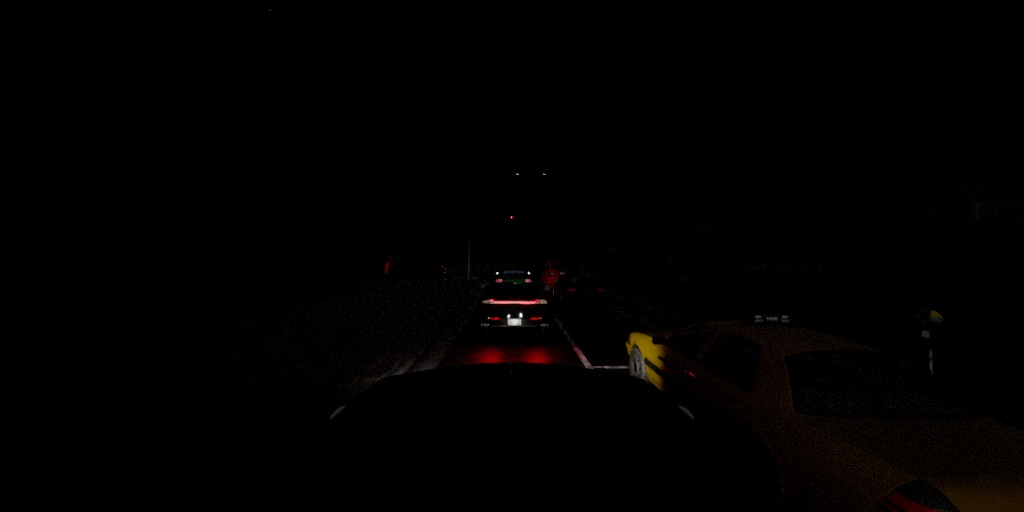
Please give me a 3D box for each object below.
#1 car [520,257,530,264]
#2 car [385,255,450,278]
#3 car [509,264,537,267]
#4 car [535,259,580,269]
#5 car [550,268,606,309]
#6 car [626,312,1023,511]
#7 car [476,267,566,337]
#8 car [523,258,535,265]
[{"bbox_3d":[2.770,1.381,62.881,1.888,1.381,4.507,0,0,0],"label":"car"},{"bbox_3d":[-8.348,0.960,31.748,5.566,2.045,2.150,0,-1,0],"label":"car"},{"bbox_3d":[0.066,1.318,19.261,1.994,1.385,4.181,0,0,-1],"label":"car"},{"bbox_3d":[2.678,1.070,20.140,2.192,1.841,5.009,0,0,0],"label":"car"},{"bbox_3d":[2.666,1.334,14.692,1.802,1.307,4.207,0,0,0],"label":"car"},{"bbox_3d":[2.643,1.275,3.963,1.751,1.417,4.829,0,0,0],"label":"car"},{"bbox_3d":[0.083,1.241,10.316,2.128,1.511,4.902,0,0,1],"label":"car"},{"bbox_3d":[2.735,1.340,46.570,1.888,1.381,4.507,0,0,0],"label":"car"}]
